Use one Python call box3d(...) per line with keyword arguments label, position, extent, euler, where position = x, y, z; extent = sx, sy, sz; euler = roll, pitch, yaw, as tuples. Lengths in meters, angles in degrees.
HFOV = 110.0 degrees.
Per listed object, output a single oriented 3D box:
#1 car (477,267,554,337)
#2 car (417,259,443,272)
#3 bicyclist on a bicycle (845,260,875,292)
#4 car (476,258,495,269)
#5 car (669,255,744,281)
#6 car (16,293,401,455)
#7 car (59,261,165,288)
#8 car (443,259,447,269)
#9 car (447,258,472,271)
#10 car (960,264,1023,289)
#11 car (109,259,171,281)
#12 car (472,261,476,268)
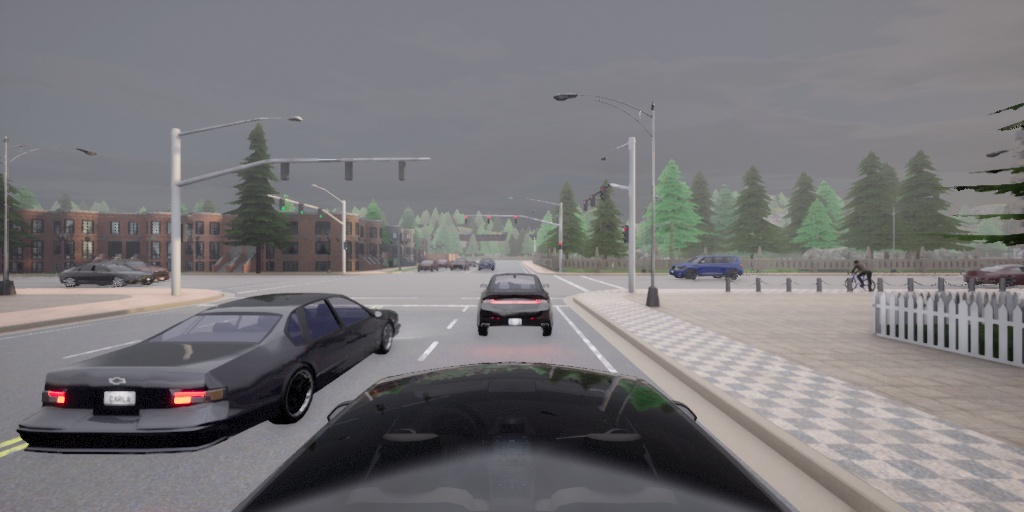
box3d(label="car", position=(0.081, 1.237, 10.337), extent=(2.128, 1.511, 4.902), euler=(0, 0, 0))
box3d(label="car", position=(-10.581, 1.205, 45.534), extent=(1.882, 1.535, 5.008), euler=(0, 0, 0))
box3d(label="bicyclist on a bicycle", position=(18.248, 1.043, 18.826), extent=(0.582, 1.620, 1.656), euler=(0, 0, 0))
box3d(label="car", position=(-3.404, 1.077, 49.481), extent=(2.097, 1.767, 4.553), euler=(0, 0, 0))
box3d(label="car", position=(16.110, 0.956, 29.812), extent=(5.566, 2.045, 2.150), euler=(0, 0, 0))
box3d(label="car", position=(-3.437, 1.295, 5.669), extent=(2.033, 1.411, 5.357), euler=(0, 0, 0))
box3d(label="car", position=(-25.739, 1.243, 22.949), extent=(4.892, 1.490, 1.837), euler=(0, 0, -1))
box3d(label="car", position=(-10.585, 1.200, 54.982), extent=(1.882, 1.535, 5.008), euler=(0, 0, 0))
box3d(label="car", position=(-7.065, 1.077, 48.928), extent=(2.097, 1.767, 4.553), euler=(0, 0, 0))
box3d(label="car", position=(31.521, 1.265, 22.605), extent=(4.674, 1.442, 1.812), euler=(0, 0, 0))
box3d(label="car", position=(-28.055, 1.088, 26.367), extent=(4.553, 1.767, 2.097), euler=(0, 0, -2))
box3d(label="car", position=(-7.045, 1.283, 59.989), extent=(1.994, 1.385, 4.181), euler=(0, 0, 1))
